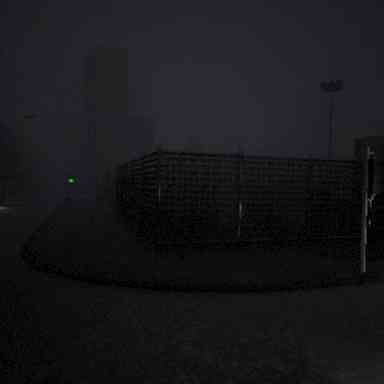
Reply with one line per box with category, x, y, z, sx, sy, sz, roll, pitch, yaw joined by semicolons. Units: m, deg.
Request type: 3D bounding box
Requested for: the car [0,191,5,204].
car;-17.818;0.369;29.163;1.812;1.442;4.674;1;2;-18
